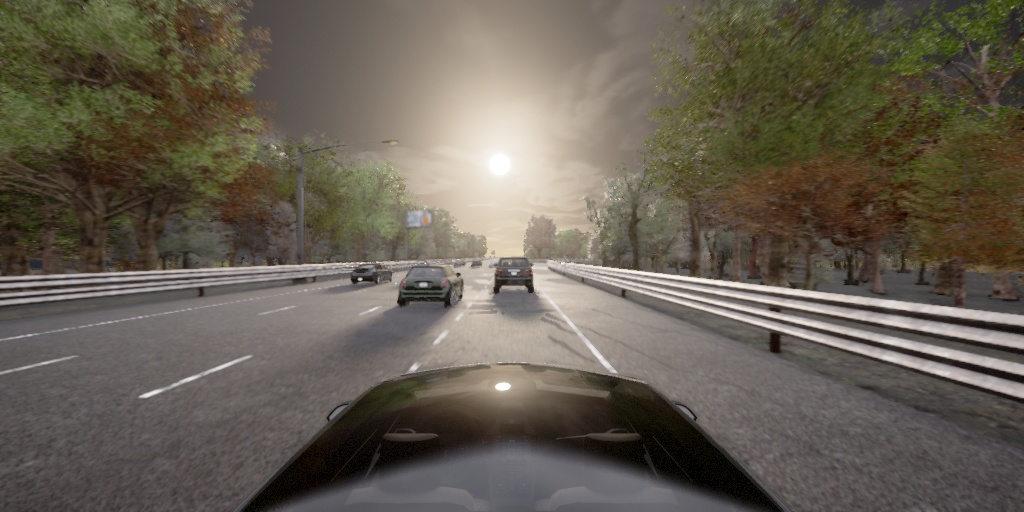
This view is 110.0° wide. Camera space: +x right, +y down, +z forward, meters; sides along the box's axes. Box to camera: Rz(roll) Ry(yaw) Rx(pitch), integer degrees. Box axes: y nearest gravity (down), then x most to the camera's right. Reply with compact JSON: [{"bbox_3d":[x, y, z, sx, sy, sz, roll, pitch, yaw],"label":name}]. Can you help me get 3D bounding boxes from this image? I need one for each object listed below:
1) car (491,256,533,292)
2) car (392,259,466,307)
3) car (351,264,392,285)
[{"bbox_3d":[0.103,1.018,21.709,2.150,2.045,5.566,0,0,0],"label":"car"},{"bbox_3d":[-3.399,1.134,15.879,2.097,1.767,4.553,0,0,0],"label":"car"},{"bbox_3d":[-10.396,1.314,26.984,1.837,1.490,4.892,0,0,0],"label":"car"}]
